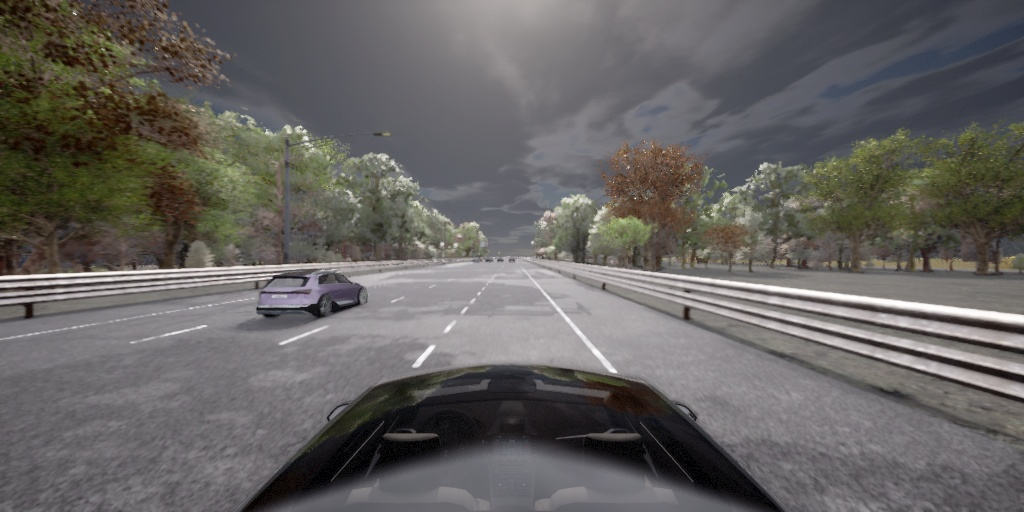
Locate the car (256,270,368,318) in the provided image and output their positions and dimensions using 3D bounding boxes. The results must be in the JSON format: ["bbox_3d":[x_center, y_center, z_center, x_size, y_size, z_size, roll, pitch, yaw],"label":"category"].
[{"bbox_3d":[-7.002,1.317,13.061,2.033,1.649,4.856,0,-1,0],"label":"car"}]
